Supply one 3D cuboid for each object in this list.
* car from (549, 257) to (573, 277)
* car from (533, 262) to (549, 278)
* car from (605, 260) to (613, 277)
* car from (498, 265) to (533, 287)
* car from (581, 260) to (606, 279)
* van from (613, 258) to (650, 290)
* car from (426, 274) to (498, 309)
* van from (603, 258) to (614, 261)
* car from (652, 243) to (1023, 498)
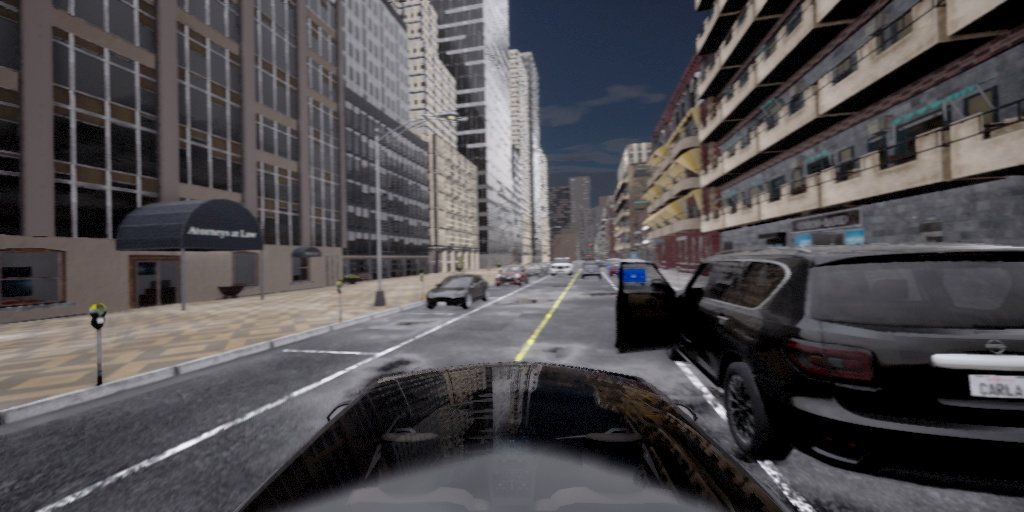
[{"bbox_3d":[5.600,1.184,39.979,2.150,2.045,5.566,-1,-1,13],"label":"car"},{"bbox_3d":[2.399,1.559,37.571,2.007,1.370,4.403,0,0,12],"label":"car"},{"bbox_3d":[10.590,1.359,35.809,1.888,1.381,4.507,0,0,12],"label":"car"},{"bbox_3d":[0.076,1.401,26.774,1.967,1.591,4.097,0,0,12],"label":"car"},{"bbox_3d":[7.535,1.413,34.076,2.033,1.411,5.357,-1,-1,13],"label":"car"},{"bbox_3d":[8.267,1.108,25.011,1.690,1.789,3.998,0,0,12],"label":"van"},{"bbox_3d":[-2.248,1.484,15.975,1.948,1.339,4.313,0,0,12],"label":"car"},{"bbox_3d":[11.752,1.179,41.208,1.690,1.789,3.998,0,0,12],"label":"van"},{"bbox_3d":[3.605,0.918,4.860,2.150,2.045,5.566,-1,-1,12],"label":"car"}]
